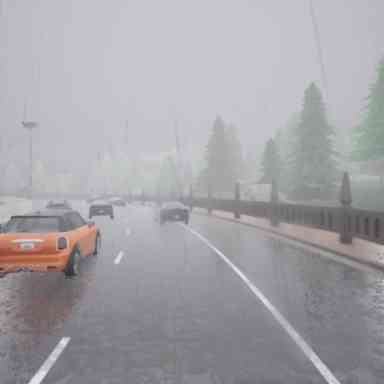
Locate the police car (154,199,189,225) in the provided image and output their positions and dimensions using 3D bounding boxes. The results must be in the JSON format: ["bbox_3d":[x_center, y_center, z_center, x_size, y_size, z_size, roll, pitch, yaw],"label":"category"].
[{"bbox_3d":[-1.525,1.334,23.437,1.930,1.638,5.238,0,0,-13],"label":"police car"}]

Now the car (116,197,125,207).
[{"bbox_3d":[-10.456,1.366,45.627,1.812,1.442,4.674,0,0,-26],"label":"car"}]

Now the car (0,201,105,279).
[{"bbox_3d":[-4.174,1.321,10.148,2.097,1.767,4.553,0,0,-6],"label":"car"}]

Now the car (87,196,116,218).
[{"bbox_3d":[-7.887,1.380,28.815,1.882,1.535,5.008,0,0,-16],"label":"car"}]
